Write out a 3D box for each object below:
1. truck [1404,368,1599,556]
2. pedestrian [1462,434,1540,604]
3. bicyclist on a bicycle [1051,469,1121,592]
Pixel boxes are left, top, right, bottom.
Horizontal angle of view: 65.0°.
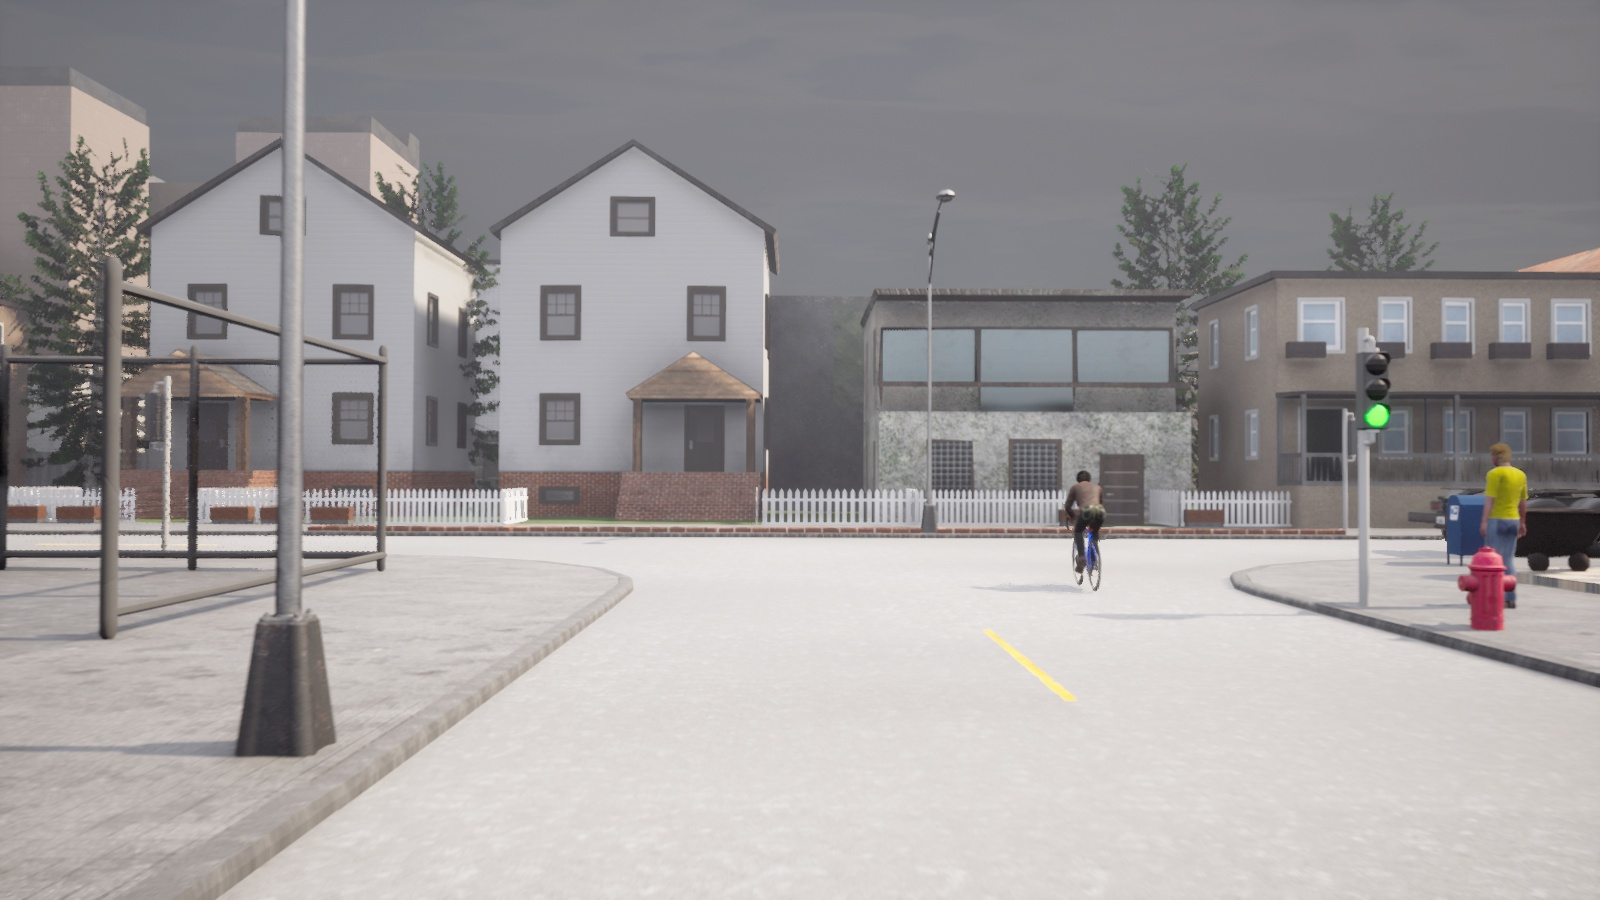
[{"bbox_3d":[16.523,0.231,24.613,7.936,3.462,2.891,0,-1,-1],"label":"truck"},{"bbox_3d":[7.788,0.755,13.968,0.354,1.836,0.706,0,-1,-12],"label":"pedestrian"},{"bbox_3d":[3.954,1.082,17.460,0.582,1.620,1.656,0,-1,0],"label":"bicyclist on a bicycle"}]
